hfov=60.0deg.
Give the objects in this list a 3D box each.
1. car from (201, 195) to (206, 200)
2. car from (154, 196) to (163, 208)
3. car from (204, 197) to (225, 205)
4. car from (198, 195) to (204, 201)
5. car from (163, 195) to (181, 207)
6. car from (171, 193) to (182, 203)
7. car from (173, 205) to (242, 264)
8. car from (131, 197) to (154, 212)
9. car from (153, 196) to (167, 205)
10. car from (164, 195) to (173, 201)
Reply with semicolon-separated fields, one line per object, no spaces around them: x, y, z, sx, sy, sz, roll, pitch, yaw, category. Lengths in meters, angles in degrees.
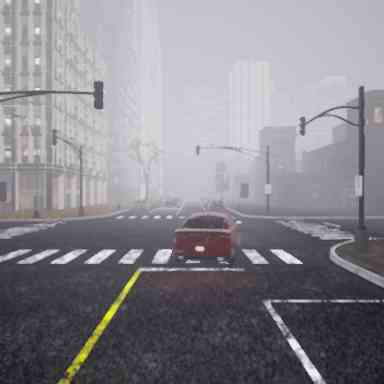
2.705;1.505;47.941;1.802;1.307;4.206;0;0;0;car
-5.676;1.448;47.773;1.752;1.417;4.829;0;0;0;car
2.702;1.482;36.858;1.887;1.381;4.507;0;0;0;car
2.715;1.442;81.185;2.008;1.369;4.403;0;0;0;car
-3.067;1.522;49.079;1.895;1.301;4.718;0;0;0;car
-2.998;1.465;65.069;1.994;1.385;4.181;0;0;1;car
0.696;1.454;11.904;1.882;1.535;5.008;0;0;11;car
-5.679;1.519;36.861;1.802;1.307;4.206;0;0;0;car
-5.672;1.459;59.024;2.008;1.369;4.403;0;0;0;car
-5.666;1.473;81.187;1.802;1.307;4.206;0;0;0;car
